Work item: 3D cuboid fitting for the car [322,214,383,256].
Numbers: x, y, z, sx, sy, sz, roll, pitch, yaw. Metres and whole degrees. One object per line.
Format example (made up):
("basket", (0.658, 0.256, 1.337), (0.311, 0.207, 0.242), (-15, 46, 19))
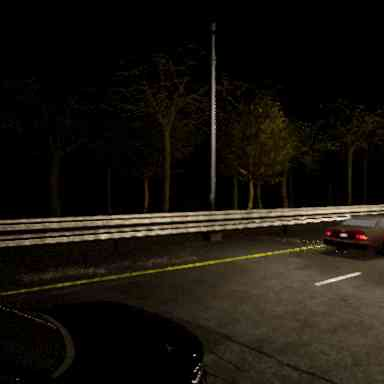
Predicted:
("car", (7.467, 1.606, 13.359), (5.357, 1.411, 2.033), (0, 0, -35))

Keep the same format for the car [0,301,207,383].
("car", (-2.146, 1.475, 2.219), (5.008, 1.535, 1.882), (0, 0, -35))
